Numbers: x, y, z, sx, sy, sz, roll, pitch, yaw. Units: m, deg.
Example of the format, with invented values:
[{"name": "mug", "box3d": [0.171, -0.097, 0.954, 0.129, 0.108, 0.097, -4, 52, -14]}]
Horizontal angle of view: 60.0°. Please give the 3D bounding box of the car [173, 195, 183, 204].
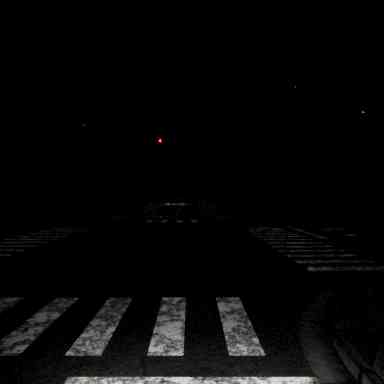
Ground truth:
[{"name": "car", "box3d": [-2.897, 1.499, 69.348, 2.097, 1.767, 4.553, 0, 0, 0]}]
